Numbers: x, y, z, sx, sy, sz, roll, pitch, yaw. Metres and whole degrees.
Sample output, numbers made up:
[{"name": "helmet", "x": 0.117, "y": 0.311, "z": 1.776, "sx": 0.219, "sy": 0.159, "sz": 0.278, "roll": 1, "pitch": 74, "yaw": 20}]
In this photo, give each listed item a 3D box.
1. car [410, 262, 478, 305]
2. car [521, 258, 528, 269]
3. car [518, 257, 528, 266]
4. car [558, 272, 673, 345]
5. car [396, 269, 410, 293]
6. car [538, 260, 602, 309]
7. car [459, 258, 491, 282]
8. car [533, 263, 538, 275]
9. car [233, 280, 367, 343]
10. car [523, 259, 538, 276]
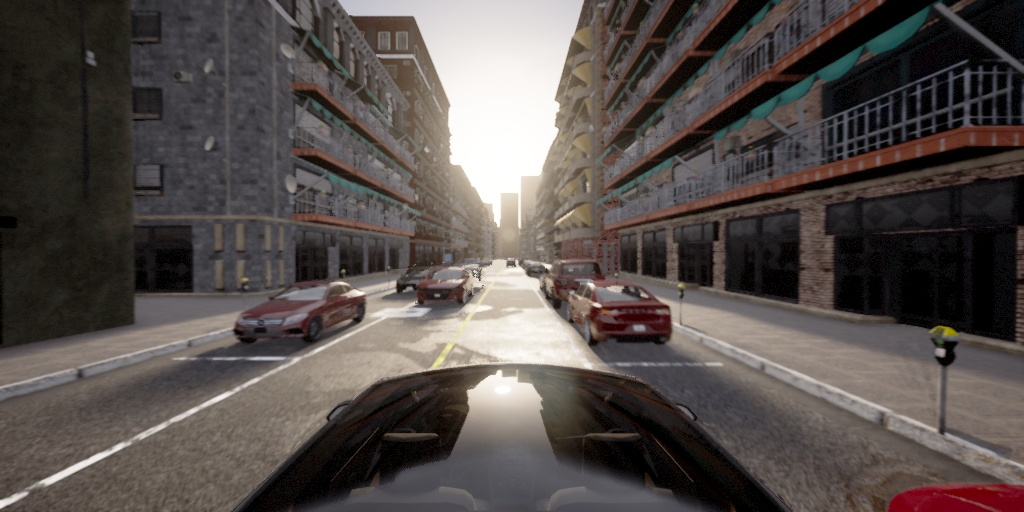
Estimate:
[{"name": "car", "x": -2.867, "y": 1.233, "z": 16.259, "sx": 1.882, "sy": 1.535, "sz": 5.008, "roll": 0, "pitch": 0, "yaw": 0}, {"name": "car", "x": 2.444, "y": 1.298, "z": 43.308, "sx": 1.888, "sy": 1.381, "sz": 4.507, "roll": 0, "pitch": 0, "yaw": 0}, {"name": "car", "x": 2.418, "y": 1.309, "z": 54.637, "sx": 2.007, "sy": 1.370, "sz": 4.403, "roll": 0, "pitch": 0, "yaw": 0}, {"name": "car", "x": 2.520, "y": 1.290, "z": 9.323, "sx": 1.888, "sy": 1.381, "sz": 4.507, "roll": 0, "pitch": 0, "yaw": 0}, {"name": "car", "x": -5.354, "y": 1.326, "z": 20.986, "sx": 1.948, "sy": 1.339, "sz": 4.313, "roll": 0, "pitch": 0, "yaw": 0}, {"name": "car", "x": 2.508, "y": 1.060, "z": 14.987, "sx": 2.192, "sy": 1.841, "sz": 5.009, "roll": 0, "pitch": 0, "yaw": 0}, {"name": "car", "x": -2.796, "y": 0.896, "z": 23.865, "sx": 2.128, "sy": 1.511, "sz": 4.902, "roll": 0, "pitch": 0, "yaw": 0}, {"name": "car", "x": 2.495, "y": 1.296, "z": 20.651, "sx": 2.007, "sy": 1.370, "sz": 4.403, "roll": 0, "pitch": 0, "yaw": 0}, {"name": "car", "x": -5.328, "y": 1.342, "z": 9.684, "sx": 1.802, "sy": 1.307, "sz": 4.207, "roll": 0, "pitch": 0, "yaw": 0}, {"name": "car", "x": 2.457, "y": 1.316, "z": 37.644, "sx": 1.948, "sy": 1.339, "sz": 4.313, "roll": 0, "pitch": 0, "yaw": 0}]
